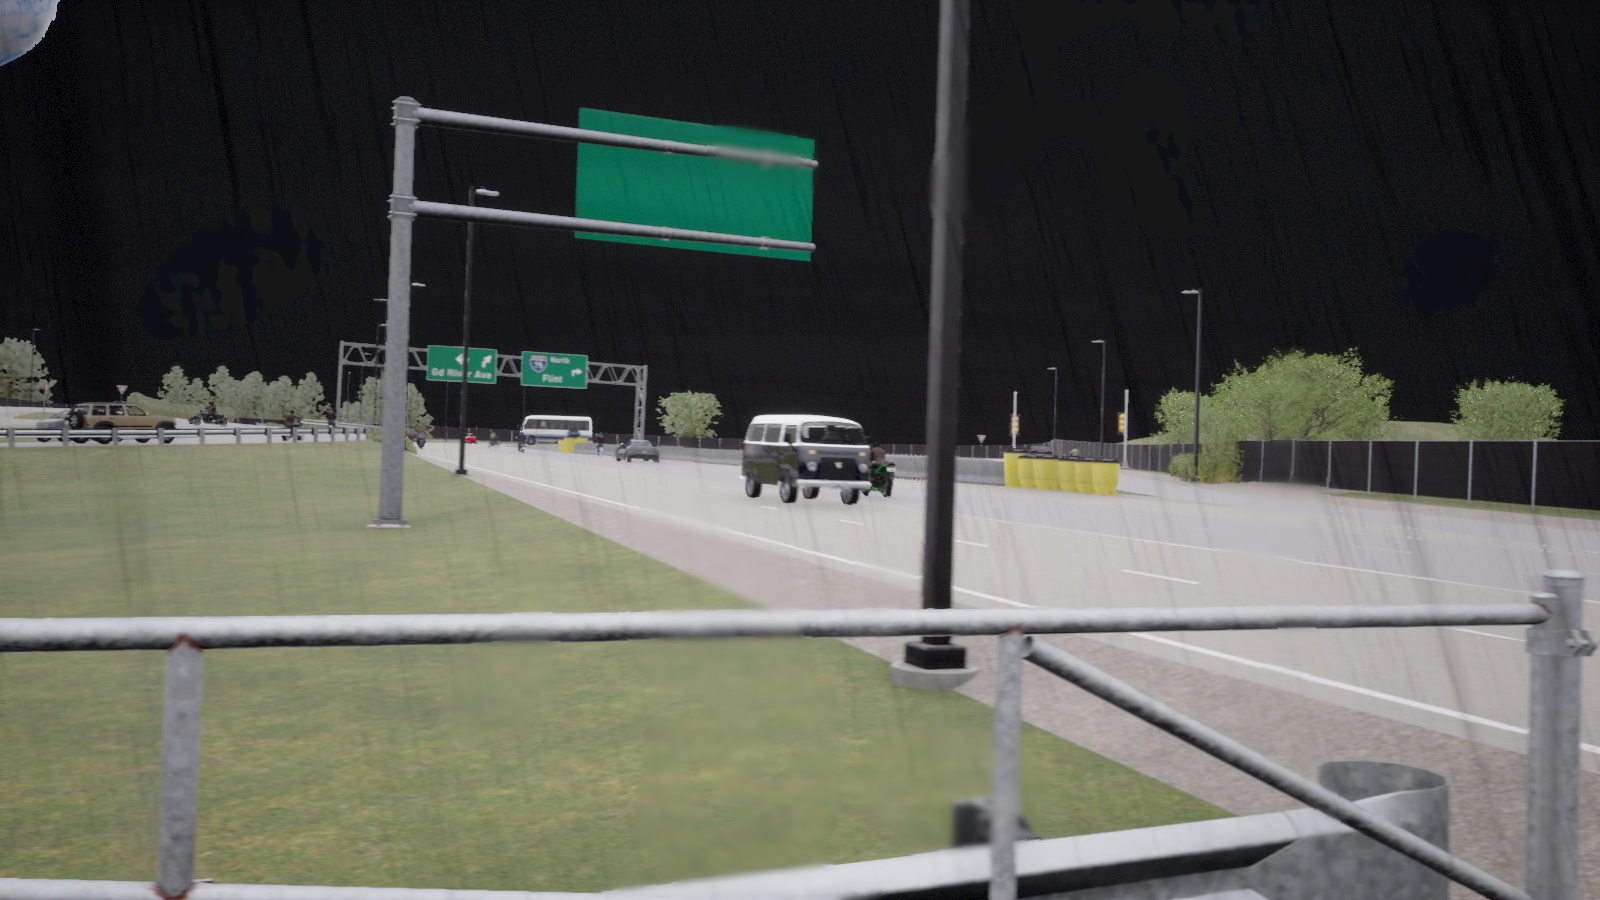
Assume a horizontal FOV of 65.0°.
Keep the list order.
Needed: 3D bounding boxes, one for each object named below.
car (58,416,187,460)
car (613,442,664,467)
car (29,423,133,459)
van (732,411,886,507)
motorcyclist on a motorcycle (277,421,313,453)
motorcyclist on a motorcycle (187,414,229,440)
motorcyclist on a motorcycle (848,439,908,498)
[{"bbox_3d":[-29.402,-0.554,54.641,1.932,1.855,4.605,0,2,28],"label":"car"},{"bbox_3d":[-9.552,0.264,74.103,1.994,1.385,4.181,1,0,-21],"label":"car"},{"bbox_3d":[-32.628,-0.418,57.075,1.789,1.549,3.705,0,2,25],"label":"car"},{"bbox_3d":[0.104,0.186,29.293,2.069,2.038,4.480,1,0,-21],"label":"van"},{"bbox_3d":[-26.219,-0.699,65.217,0.766,1.649,2.350,0,1,4],"label":"motorcyclist on a motorcycle"},{"bbox_3d":[-38.290,-1.479,81.283,2.350,1.649,0.766,1,3,-9],"label":"motorcyclist on a motorcycle"},{"bbox_3d":[2.089,0.476,33.885,0.797,1.523,2.044,1,0,-21],"label":"motorcyclist on a motorcycle"}]
